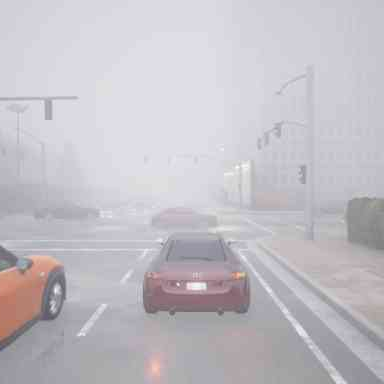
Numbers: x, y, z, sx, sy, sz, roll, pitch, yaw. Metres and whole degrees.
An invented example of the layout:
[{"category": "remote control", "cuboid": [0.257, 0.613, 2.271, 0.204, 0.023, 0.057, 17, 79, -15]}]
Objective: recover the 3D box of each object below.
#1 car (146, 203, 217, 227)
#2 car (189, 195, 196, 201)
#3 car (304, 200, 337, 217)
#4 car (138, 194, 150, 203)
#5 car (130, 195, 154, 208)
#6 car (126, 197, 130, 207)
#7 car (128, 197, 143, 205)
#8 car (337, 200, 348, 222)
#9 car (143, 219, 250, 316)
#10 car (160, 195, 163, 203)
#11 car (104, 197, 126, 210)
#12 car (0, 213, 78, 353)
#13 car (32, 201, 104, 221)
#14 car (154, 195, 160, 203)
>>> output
[{"category": "car", "cuboid": [-0.495, 1.597, 20.673, 4.181, 1.385, 1.994, 0, 0, 0]}, {"category": "car", "cuboid": [0.132, 1.552, 84.548, 1.994, 1.385, 4.181, 0, 0, 0]}, {"category": "car", "cuboid": [13.142, 1.547, 31.381, 4.902, 1.511, 2.128, 0, 0, 0]}, {"category": "car", "cuboid": [-10.387, 1.355, 72.246, 2.097, 1.767, 4.553, 0, 0, 0]}, {"category": "car", "cuboid": [-7.012, 1.352, 47.065, 2.097, 1.767, 4.553, 0, 0, 0]}, {"category": "car", "cuboid": [-10.507, 1.477, 52.616, 1.882, 1.535, 5.008, 0, 0, 0]}, {"category": "car", "cuboid": [-10.460, 1.601, 61.916, 1.895, 1.301, 4.718, 0, 0, 0]}, {"category": "car", "cuboid": [13.498, 1.407, 24.182, 4.553, 1.767, 2.097, 0, 0, 0]}, {"category": "car", "cuboid": [0.089, 1.564, 7.634, 1.994, 1.385, 4.181, 0, 0, 0]}, {"category": "car", "cuboid": [-6.922, 1.352, 66.085, 2.097, 1.767, 4.553, 0, 0, 1]}, {"category": "car", "cuboid": [-10.535, 1.491, 43.467, 2.128, 1.511, 4.902, 0, 0, 1]}, {"category": "car", "cuboid": [-3.433, 1.352, 4.461, 2.097, 1.767, 4.553, 0, 0, 1]}, {"category": "car", "cuboid": [-9.916, 1.501, 26.457, 5.008, 1.535, 1.882, 0, 1, -28]}, {"category": "car", "cuboid": [-6.995, 1.505, 56.007, 1.837, 1.490, 4.892, 0, 0, 0]}]
